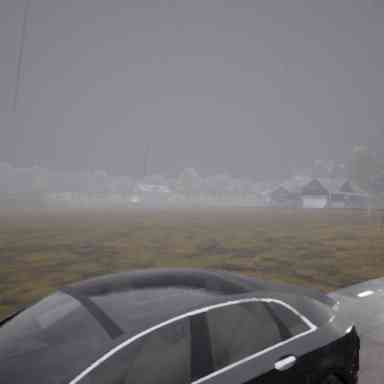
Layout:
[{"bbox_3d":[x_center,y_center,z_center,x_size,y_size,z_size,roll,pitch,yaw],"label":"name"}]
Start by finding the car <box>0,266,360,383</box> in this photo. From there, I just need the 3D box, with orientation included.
[{"bbox_3d":[-0.545,1.509,2.677,4.892,1.490,1.837,1,0,-36],"label":"car"}]
